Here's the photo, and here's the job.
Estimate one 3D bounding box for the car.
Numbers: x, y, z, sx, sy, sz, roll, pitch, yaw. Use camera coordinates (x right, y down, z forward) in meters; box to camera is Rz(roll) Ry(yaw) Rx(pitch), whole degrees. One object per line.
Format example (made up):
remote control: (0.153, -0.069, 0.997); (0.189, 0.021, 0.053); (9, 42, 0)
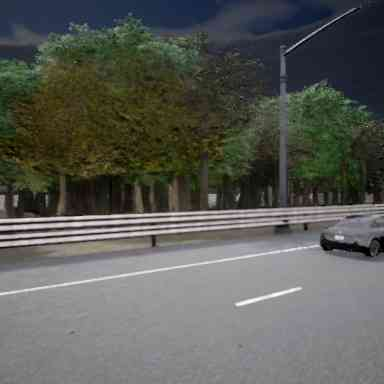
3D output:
car: (6.909, 1.605, 13.033); (4.181, 1.385, 1.994); (0, 0, -35)
